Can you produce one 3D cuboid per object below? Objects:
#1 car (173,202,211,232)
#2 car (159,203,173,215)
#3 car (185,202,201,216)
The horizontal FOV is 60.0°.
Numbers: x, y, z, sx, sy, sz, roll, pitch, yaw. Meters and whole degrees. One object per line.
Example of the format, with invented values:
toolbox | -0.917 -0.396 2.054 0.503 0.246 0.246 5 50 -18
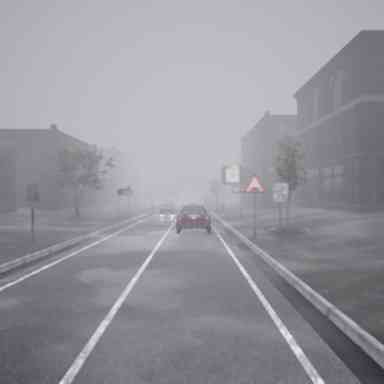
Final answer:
car | 0.104 1.589 21.769 2.097 1.767 4.553 0 -1 0
car | -3.081 2.100 42.578 2.033 1.411 5.357 0 -1 0
car | 0.108 2.026 40.364 1.837 1.490 4.892 0 -1 0
